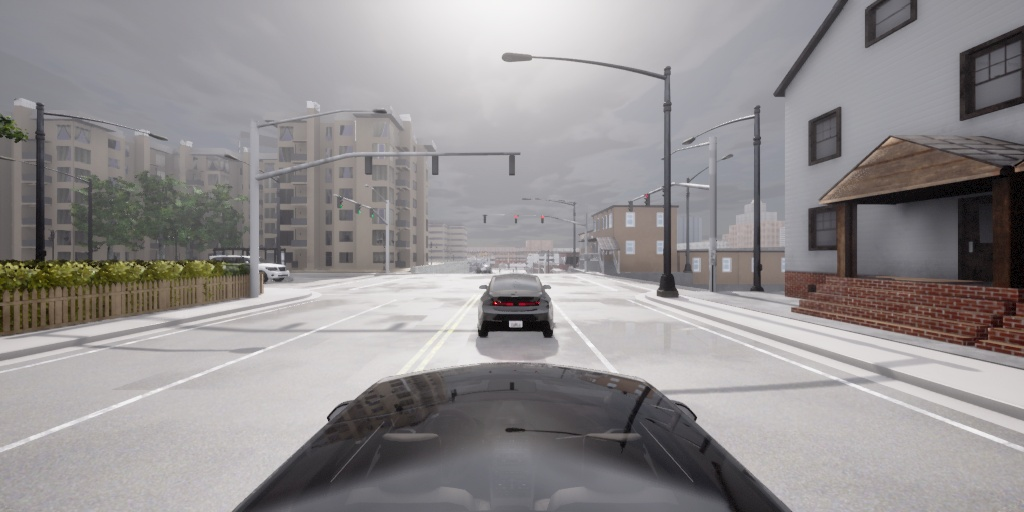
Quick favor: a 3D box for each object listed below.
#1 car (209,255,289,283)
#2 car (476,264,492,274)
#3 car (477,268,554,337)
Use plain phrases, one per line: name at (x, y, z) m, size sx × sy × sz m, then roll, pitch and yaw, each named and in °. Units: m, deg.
car at (-19.946, 0.971, 27.017) m, size 5.566 × 2.045 × 2.150 m, roll 0°, pitch 0°, yaw 1°
car at (-3.600, 1.755, 47.134) m, size 2.128 × 1.511 × 4.902 m, roll 0°, pitch -5°, yaw 0°
car at (0.095, 1.255, 10.319) m, size 1.837 × 1.490 × 4.892 m, roll 0°, pitch 0°, yaw 0°
